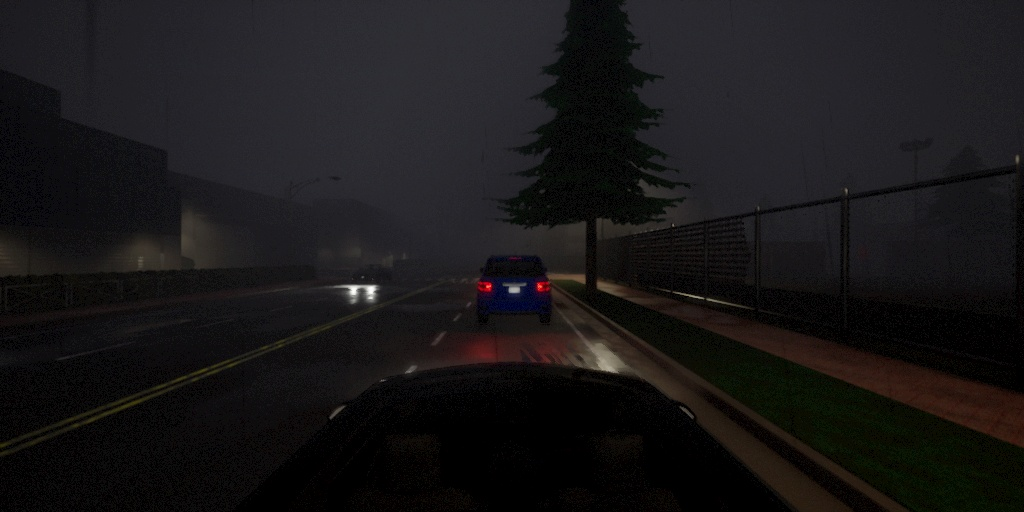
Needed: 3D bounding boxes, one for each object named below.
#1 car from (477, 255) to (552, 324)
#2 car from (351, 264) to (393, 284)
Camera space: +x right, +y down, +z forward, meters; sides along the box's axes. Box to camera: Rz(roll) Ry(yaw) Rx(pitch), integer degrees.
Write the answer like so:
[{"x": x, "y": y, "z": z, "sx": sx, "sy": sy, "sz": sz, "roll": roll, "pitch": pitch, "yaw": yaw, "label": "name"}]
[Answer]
[{"x": 0.060, "y": 0.978, "z": 12.146, "sx": 2.150, "sy": 2.045, "sz": 5.566, "roll": 0, "pitch": 0, "yaw": 0, "label": "car"}, {"x": -10.585, "y": 1.325, "z": 27.388, "sx": 1.994, "sy": 1.385, "sz": 4.181, "roll": 0, "pitch": 0, "yaw": 0, "label": "car"}]
